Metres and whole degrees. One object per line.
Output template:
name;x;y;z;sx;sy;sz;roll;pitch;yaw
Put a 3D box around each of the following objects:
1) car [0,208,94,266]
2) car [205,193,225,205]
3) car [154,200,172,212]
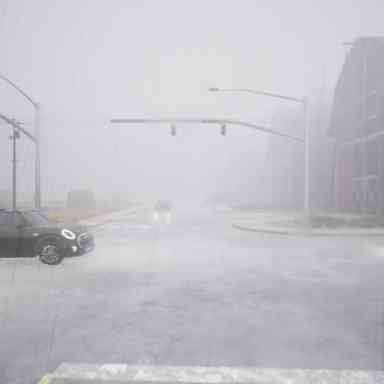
car;-5.738;1.345;11.271;4.553;1.767;2.097;0;0;1
car;4.175;1.258;60.683;1.905;1.878;3.866;-8;3;-42
car;-3.503;1.677;40.769;1.895;1.301;4.718;0;0;0
